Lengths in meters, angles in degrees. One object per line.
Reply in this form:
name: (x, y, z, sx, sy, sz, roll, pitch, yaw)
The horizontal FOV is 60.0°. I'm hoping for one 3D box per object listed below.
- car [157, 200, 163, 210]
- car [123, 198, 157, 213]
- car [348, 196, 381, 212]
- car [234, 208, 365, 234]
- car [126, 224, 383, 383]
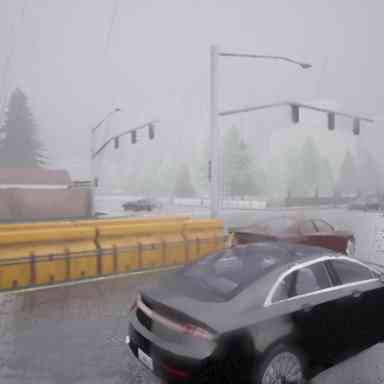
car: (-5.510, 1.517, 43.476, 2.128, 1.511, 4.902, 0, 0, -33)
car: (-6.262, 1.622, 38.235, 1.895, 1.301, 4.718, 0, 0, -33)
car: (20.968, 1.402, 40.403, 4.553, 1.767, 2.097, 0, 0, -35)
car: (3.475, 1.489, 10.848, 5.008, 1.535, 1.882, 0, 0, -40)
car: (1.498, 1.496, 4.814, 4.902, 1.511, 2.128, 0, 0, -35)
